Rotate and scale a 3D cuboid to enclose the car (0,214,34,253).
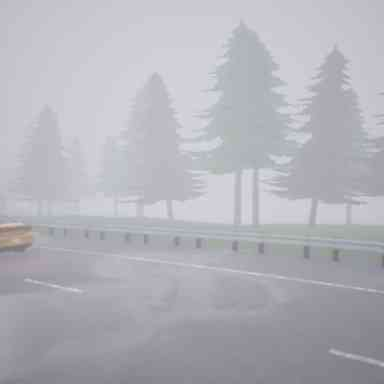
[{"bbox_3d":[-8.085,1.480,12.271,5.008,1.535,1.882,0,0,27],"label":"car"}]
